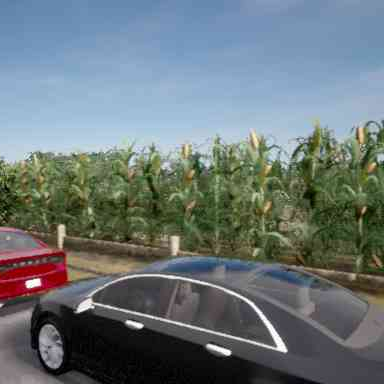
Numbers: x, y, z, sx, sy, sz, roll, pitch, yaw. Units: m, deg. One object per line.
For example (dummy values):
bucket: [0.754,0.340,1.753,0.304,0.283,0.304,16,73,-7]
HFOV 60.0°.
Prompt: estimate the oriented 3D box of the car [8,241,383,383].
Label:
car: [-0.037,1.534,3.992,4.892,1.490,1.837,0,0,36]

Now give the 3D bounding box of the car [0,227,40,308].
car: [-4.888,1.518,7.525,5.008,1.535,1.882,0,0,36]
